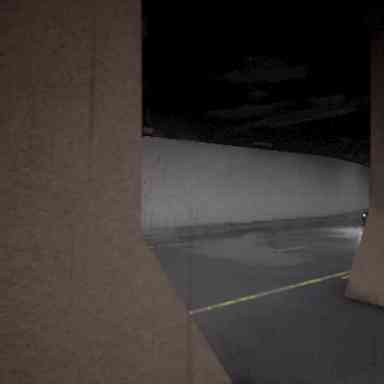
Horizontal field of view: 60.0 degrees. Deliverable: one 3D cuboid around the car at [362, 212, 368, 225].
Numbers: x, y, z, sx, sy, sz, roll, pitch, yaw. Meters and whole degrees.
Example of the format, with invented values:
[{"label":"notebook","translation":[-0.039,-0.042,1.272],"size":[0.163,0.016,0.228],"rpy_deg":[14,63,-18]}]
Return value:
[{"label":"car","translation":[13.460,1.602,22.776],"size":[4.718,1.301,1.895],"rpy_deg":[0,0,-41]}]
